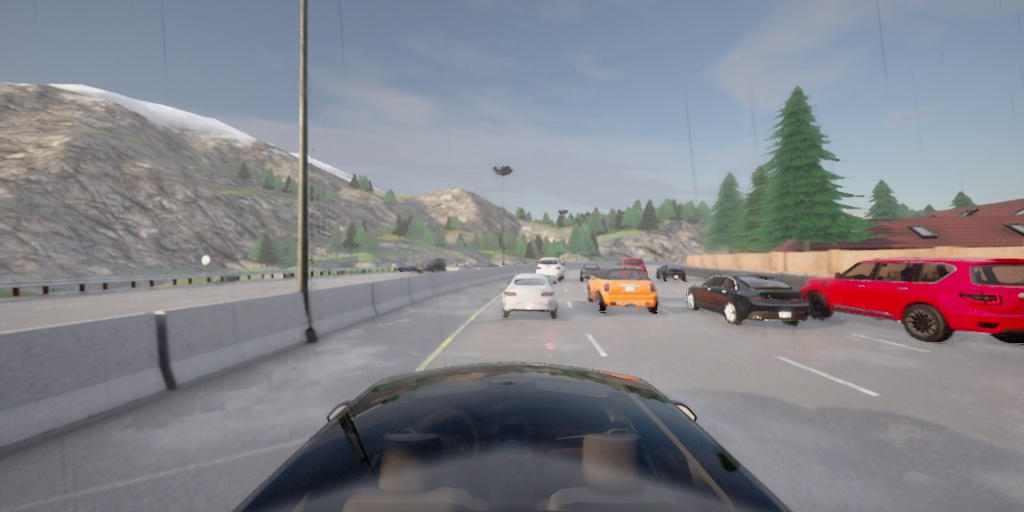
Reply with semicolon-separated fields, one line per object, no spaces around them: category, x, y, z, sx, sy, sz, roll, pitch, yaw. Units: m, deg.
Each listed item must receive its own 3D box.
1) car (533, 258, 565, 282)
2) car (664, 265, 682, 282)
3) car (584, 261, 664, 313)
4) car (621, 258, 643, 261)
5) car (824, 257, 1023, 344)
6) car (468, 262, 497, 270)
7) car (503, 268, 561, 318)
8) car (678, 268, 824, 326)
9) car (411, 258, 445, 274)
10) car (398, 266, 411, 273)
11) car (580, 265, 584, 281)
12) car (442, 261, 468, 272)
car;3.618;1.212;32.815;2.150;2.045;5.566;0;0;12
car;14.304;1.505;32.408;1.837;1.490;4.892;0;0;13
car;4.379;1.206;14.814;2.097;1.767;4.553;0;-1;6
car;10.597;1.214;31.975;2.150;2.045;5.566;0;0;12
car;10.950;1.051;10.024;2.150;2.045;5.566;0;0;4
car;-3.497;1.588;47.842;2.128;1.511;4.902;0;0;17
car;0.721;1.366;13.475;1.812;1.442;4.674;0;0;5
car;7.626;1.345;12.170;1.837;1.490;4.892;0;0;5
car;-10.725;1.312;48.159;2.150;2.045;5.566;0;0;16
car;-13.868;1.701;49.867;1.895;1.301;4.718;0;0;17
car;7.304;1.488;33.154;2.128;1.511;4.902;0;0;13
car;-7.132;1.694;47.951;1.895;1.301;4.718;0;0;17
